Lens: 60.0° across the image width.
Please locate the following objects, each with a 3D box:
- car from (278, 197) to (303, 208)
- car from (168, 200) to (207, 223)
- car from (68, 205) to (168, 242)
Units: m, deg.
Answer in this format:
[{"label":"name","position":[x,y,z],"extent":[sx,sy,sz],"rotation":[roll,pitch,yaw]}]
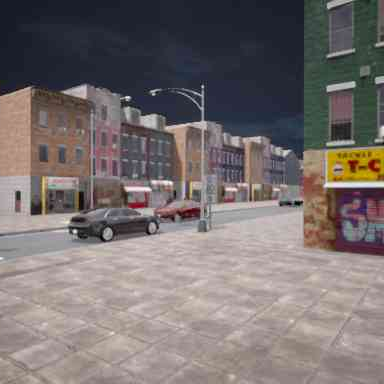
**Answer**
[{"label":"car","position":[13.171,1.358,44.368],"extent":[1.895,1.301,4.718],"rotation":[0,0,36]},{"label":"car","position":[-0.820,1.355,24.983],"extent":[1.882,1.535,5.008],"rotation":[0,1,36]},{"label":"car","position":[-3.602,1.440,16.217],"extent":[1.837,1.490,4.892],"rotation":[0,0,36]}]
